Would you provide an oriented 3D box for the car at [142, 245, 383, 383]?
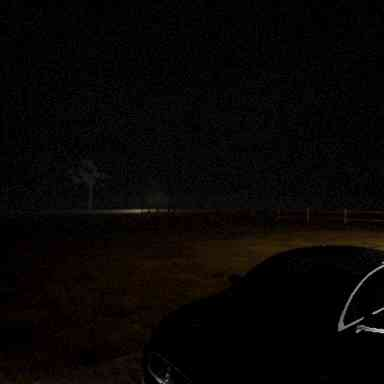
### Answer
[{"bbox_3d":[1.739,1.534,4.308,4.892,1.490,1.837,1,-1,-35],"label":"car"}]
